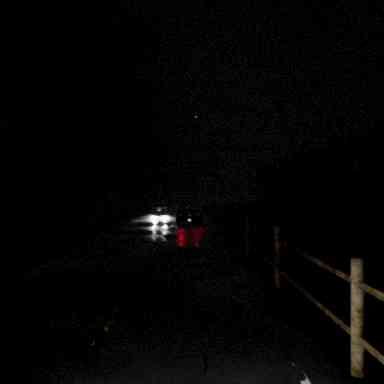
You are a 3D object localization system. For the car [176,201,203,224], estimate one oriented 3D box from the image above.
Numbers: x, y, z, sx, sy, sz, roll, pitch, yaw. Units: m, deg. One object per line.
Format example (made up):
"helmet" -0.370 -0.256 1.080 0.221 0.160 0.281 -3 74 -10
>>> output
"car" -0.202 1.631 25.075 1.895 1.301 4.718 0 0 -1

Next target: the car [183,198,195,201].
"car" -0.354 1.535 42.604 1.837 1.490 4.892 0 0 0

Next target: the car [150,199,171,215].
"car" -3.223 1.524 34.905 2.128 1.511 4.902 0 0 0
